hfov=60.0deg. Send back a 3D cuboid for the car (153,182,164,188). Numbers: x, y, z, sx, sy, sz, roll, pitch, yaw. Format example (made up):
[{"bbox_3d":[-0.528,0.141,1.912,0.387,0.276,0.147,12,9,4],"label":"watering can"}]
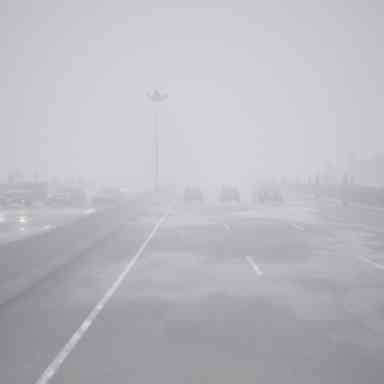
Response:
[{"bbox_3d":[-6.966,-1.446,70.095,1.994,1.385,4.181,0,2,0],"label":"car"}]

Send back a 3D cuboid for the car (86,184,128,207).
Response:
[{"bbox_3d":[-7.082,0.392,28.326,1.882,1.535,5.008,0,3,0],"label":"car"}]

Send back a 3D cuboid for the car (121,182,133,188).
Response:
[{"bbox_3d":[-13.965,-1.509,71.498,2.128,1.511,4.902,0,1,0],"label":"car"}]

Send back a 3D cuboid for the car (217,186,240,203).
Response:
[{"bbox_3d":[3.607,0.183,32.917,2.128,1.511,4.902,0,3,0],"label":"car"}]

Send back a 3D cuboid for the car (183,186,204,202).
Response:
[{"bbox_3d":[0.107,0.183,32.907,2.128,1.511,4.902,0,3,0],"label":"car"}]

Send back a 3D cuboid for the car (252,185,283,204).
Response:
[{"bbox_3d":[7.103,0.101,31.746,2.097,1.767,4.553,0,3,0],"label":"car"}]

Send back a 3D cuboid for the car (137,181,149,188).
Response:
[{"bbox_3d":[-10.465,-1.679,71.524,2.097,1.767,4.553,0,1,0],"label":"car"}]

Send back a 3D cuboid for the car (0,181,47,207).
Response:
[{"bbox_3d":[-14.082,0.125,28.469,2.150,2.045,5.566,0,3,0],"label":"car"}]

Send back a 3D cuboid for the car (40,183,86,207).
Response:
[{"bbox_3d":[-10.581,0.275,28.162,2.097,1.767,4.553,0,3,0],"label":"car"}]
